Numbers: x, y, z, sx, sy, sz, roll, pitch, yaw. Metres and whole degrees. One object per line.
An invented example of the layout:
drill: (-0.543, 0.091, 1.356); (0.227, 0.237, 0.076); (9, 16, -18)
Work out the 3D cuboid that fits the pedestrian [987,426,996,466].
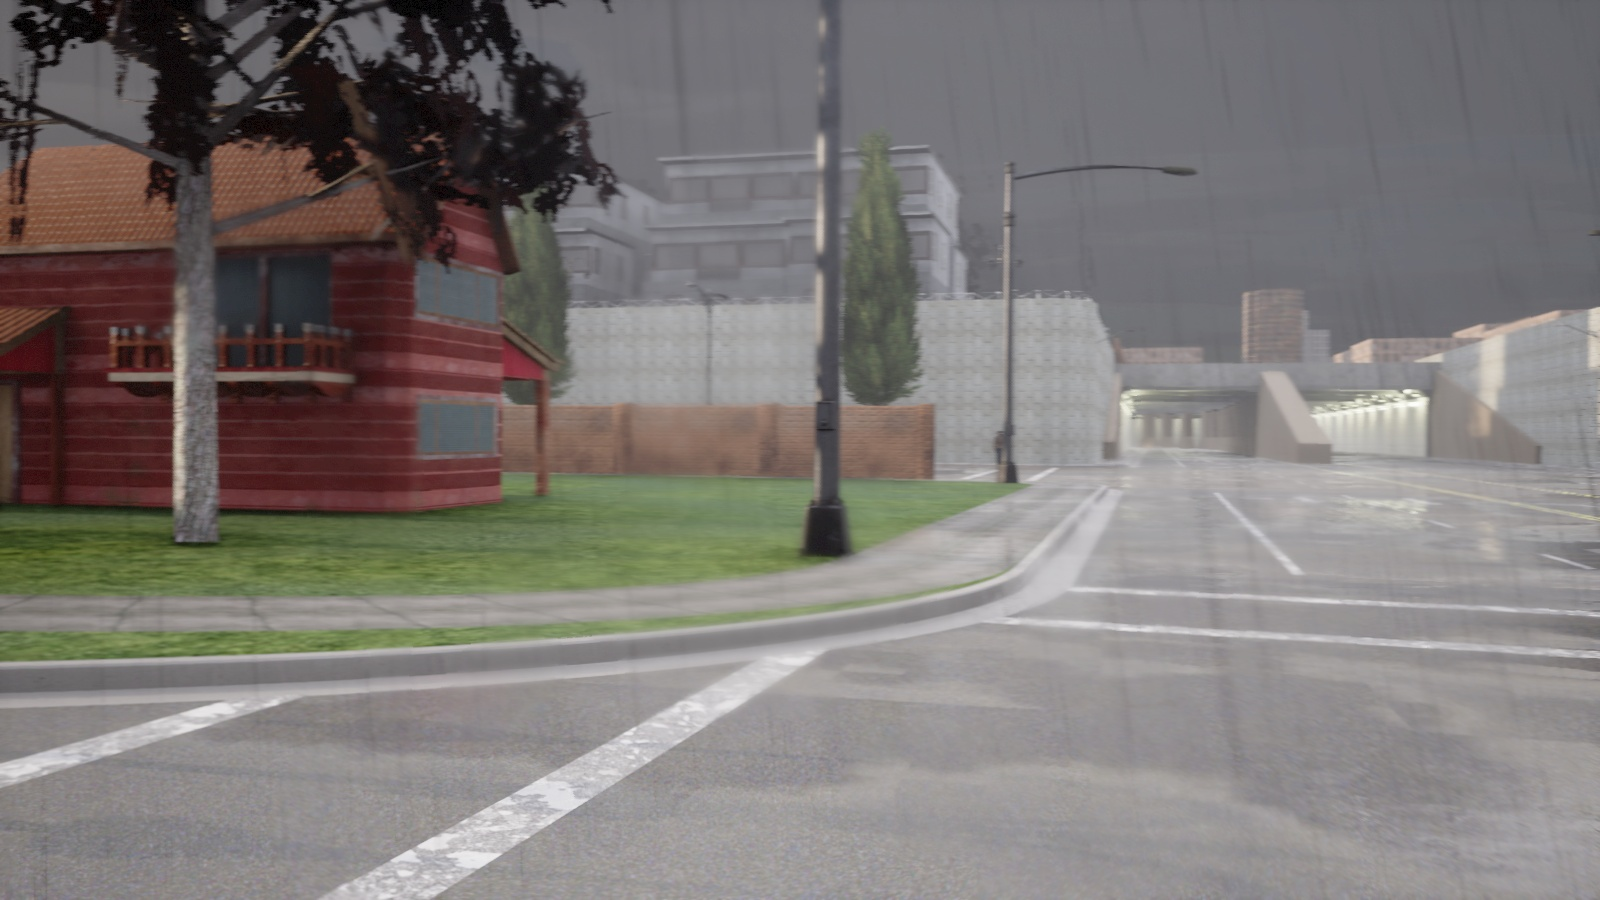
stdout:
pedestrian: (8.571, -0.178, 56.216); (0.328, 1.805, 0.869); (-1, 1, 4)
